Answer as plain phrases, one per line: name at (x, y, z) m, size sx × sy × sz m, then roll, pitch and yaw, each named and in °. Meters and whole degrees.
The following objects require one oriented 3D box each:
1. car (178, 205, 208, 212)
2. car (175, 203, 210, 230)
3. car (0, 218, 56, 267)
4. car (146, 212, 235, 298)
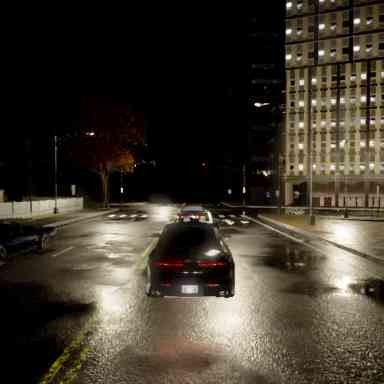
car at (0.105, 1.486, 13.300) m, size 2.128 × 1.511 × 4.902 m, roll 0°, pitch 0°, yaw 0°
car at (0.045, 1.544, 22.324) m, size 2.033 × 1.411 × 5.357 m, roll 0°, pitch 0°, yaw 0°
car at (-6.544, 1.597, 11.447) m, size 1.895 × 1.301 × 4.718 m, roll 0°, pitch 0°, yaw 0°
car at (-0.021, 1.503, 8.477) m, size 1.837 × 1.490 × 4.892 m, roll 0°, pitch 0°, yaw 0°
